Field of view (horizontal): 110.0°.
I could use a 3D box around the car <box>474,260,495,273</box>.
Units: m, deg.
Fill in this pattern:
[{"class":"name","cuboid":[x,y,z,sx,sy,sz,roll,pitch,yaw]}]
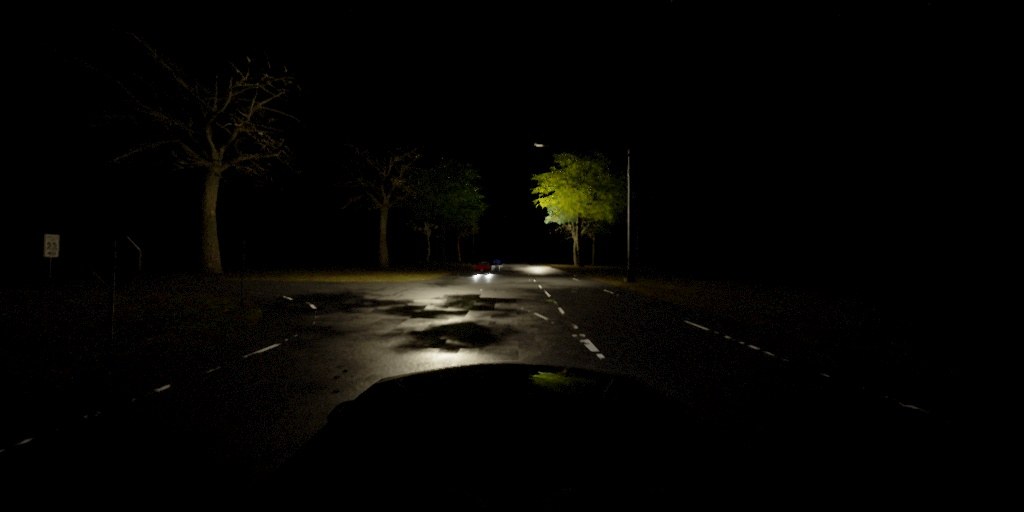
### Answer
[{"class":"car","cuboid":[-3.465,1.351,43.216,1.895,1.301,4.718,0,0,0]}]
